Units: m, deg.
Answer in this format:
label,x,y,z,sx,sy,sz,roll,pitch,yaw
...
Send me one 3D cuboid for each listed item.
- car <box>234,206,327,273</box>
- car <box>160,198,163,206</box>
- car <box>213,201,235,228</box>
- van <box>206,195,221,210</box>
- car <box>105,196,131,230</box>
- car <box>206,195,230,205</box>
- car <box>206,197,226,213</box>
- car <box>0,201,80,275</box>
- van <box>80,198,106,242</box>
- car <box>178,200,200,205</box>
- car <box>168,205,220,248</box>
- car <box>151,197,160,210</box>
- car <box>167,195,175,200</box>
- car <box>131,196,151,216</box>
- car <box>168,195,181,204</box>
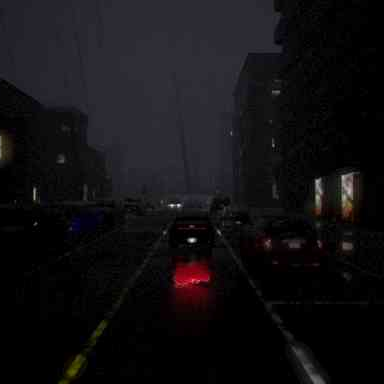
label,x,y,z,sx,sy,sz,roll,pitch,yaw
car,2.706,1.441,10.711,1.967,1.590,4.097,1,0,0
car,-5.677,1.561,53.975,2.008,1.369,4.403,1,0,0
car,2.704,1.555,21.525,2.008,1.369,4.403,1,0,0
van,2.708,1.350,43.154,1.690,1.788,3.998,1,0,0
car,-5.671,1.319,21.532,2.192,1.841,5.009,1,0,0
car,2.708,1.321,32.339,2.192,1.841,5.009,1,0,0
car,2.706,1.447,37.747,1.967,1.590,4.097,1,0,0
car,-5.671,1.316,10.718,2.192,1.841,5.009,1,0,0
van,-5.672,1.343,16.125,1.690,1.788,3.998,1,0,0
car,0.000,1.623,29.685,1.895,1.301,4.718,0,0,0
car,0.000,1.519,14.652,1.837,1.490,4.892,0,0,0
car,-5.674,1.448,43.161,1.967,1.590,4.097,1,0,0
car,-5.753,1.560,91.931,1.887,1.381,4.507,1,0,0
car,-5.672,1.321,32.347,2.192,1.841,5.009,1,0,0
car,-3.000,1.613,61.659,1.994,1.385,4.181,0,0,0
